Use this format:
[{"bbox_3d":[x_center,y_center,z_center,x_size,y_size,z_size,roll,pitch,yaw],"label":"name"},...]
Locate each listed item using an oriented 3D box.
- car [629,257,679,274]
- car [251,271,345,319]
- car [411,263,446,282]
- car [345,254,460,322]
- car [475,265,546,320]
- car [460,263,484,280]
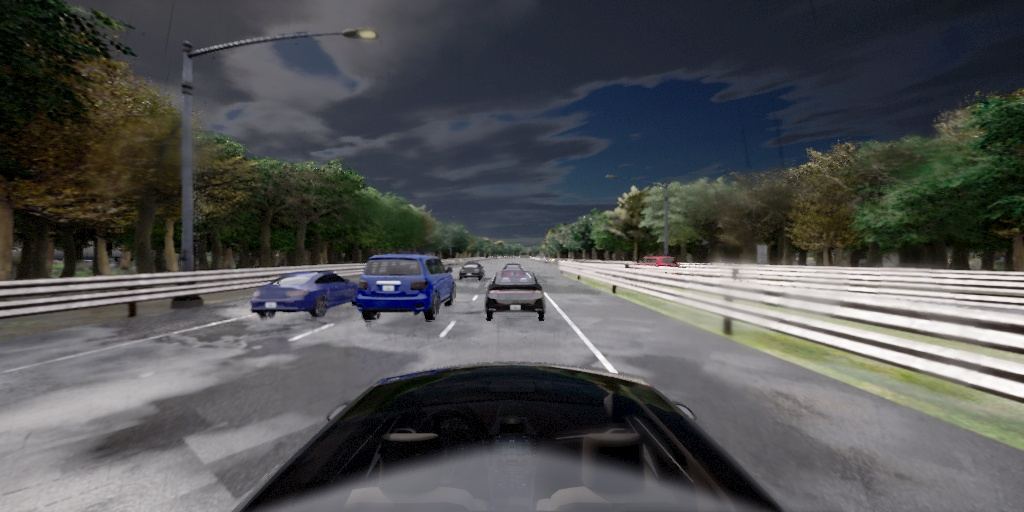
[{"bbox_3d":[13.452,1.082,34.273,2.150,2.045,5.566,0,0,-14],"label":"car"},{"bbox_3d":[-6.903,1.240,12.557,1.812,1.442,4.674,0,0,0],"label":"car"},{"bbox_3d":[-6.902,1.320,30.218,1.994,1.385,4.181,0,0,0],"label":"car"},{"bbox_3d":[-3.404,0.966,12.505,2.150,2.045,5.566,0,0,0],"label":"car"},{"bbox_3d":[0.099,1.243,12.568,2.128,1.511,4.902,0,0,0],"label":"car"},{"bbox_3d":[-3.400,1.282,30.773,1.812,1.442,4.674,0,0,0],"label":"car"}]
